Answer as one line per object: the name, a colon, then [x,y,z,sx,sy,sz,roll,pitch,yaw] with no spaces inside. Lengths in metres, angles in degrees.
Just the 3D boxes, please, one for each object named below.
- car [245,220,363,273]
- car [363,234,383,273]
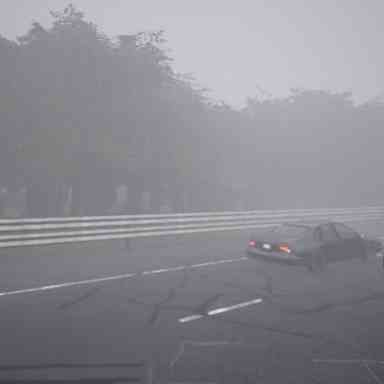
car: [4.192,1.640,11.030,5.357,1.411,2.033,1,0,-35]
car: [6.823,1.591,8.613,4.902,1.511,2.128,1,0,-35]
